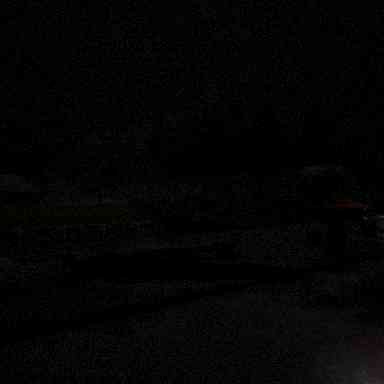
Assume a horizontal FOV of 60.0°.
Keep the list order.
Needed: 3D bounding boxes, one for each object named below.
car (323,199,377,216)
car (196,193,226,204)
[{"bbox_3d":[15.142,1.478,32.232,1.882,1.535,5.008,0,0,-35],"label":"car"},{"bbox_3d":[2.770,1.222,49.962,2.150,2.045,5.566,0,0,-35],"label":"car"}]
